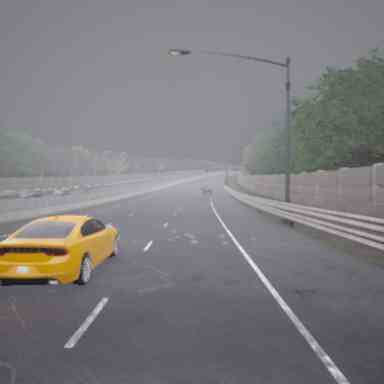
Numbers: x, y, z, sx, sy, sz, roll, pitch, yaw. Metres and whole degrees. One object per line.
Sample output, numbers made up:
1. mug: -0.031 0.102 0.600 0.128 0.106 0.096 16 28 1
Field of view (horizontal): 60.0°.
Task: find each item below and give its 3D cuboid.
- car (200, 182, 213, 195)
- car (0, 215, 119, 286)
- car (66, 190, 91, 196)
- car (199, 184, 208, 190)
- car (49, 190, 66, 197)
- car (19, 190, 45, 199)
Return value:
1. car: 3.071 -0.457 66.050 2.097 1.767 4.553 0 3 3
2. car: -3.359 1.358 9.112 1.882 1.535 5.008 0 1 0
3. car: -16.523 0.422 49.594 1.837 1.490 4.892 0 2 3
4. car: 2.961 -1.253 83.951 1.994 1.385 4.181 0 3 4
5. car: -19.967 0.394 50.634 1.812 1.442 4.674 0 2 3
6. car: -23.545 0.415 49.160 2.128 1.511 4.902 0 2 3
